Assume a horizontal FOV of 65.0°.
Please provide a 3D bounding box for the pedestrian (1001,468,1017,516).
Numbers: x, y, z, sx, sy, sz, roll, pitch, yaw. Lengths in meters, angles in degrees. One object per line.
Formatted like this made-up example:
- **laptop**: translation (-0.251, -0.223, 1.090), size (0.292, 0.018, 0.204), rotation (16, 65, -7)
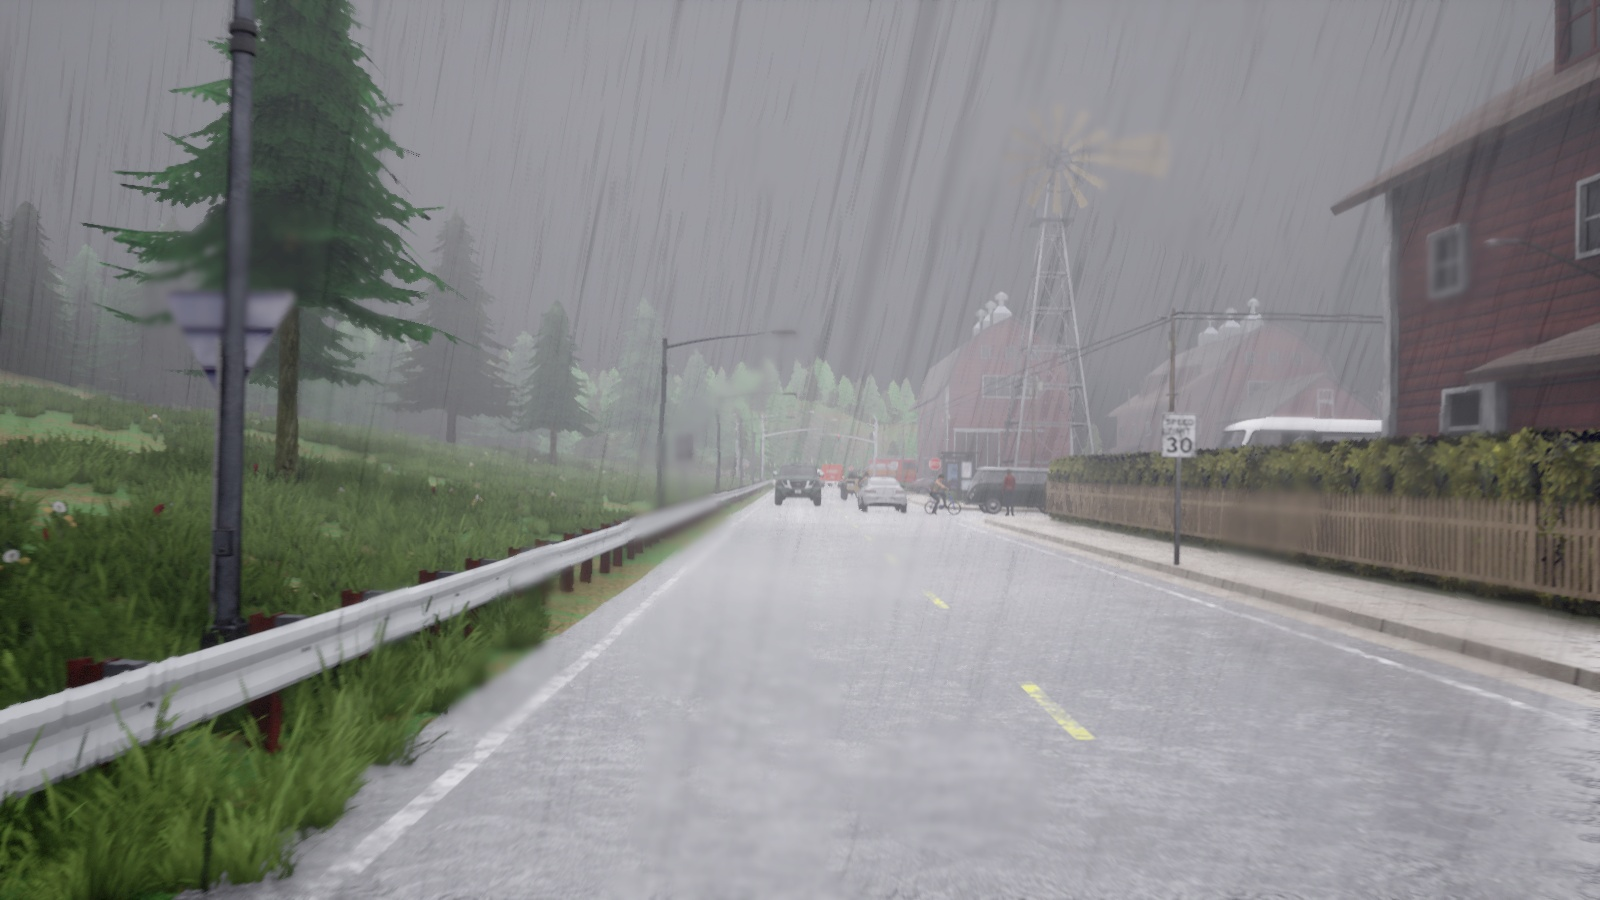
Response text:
- **pedestrian**: translation (8.104, 1.628, 48.658), size (0.331, 1.846, 0.636), rotation (1, -1, -18)

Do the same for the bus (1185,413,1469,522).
- **bus**: translation (21.916, 0.732, 52.722), size (10.273, 4.253, 3.944), rotation (1, -1, 0)

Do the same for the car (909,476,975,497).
- **car**: translation (10.344, 2.690, 91.910), size (4.674, 1.442, 1.812), rotation (1, -1, 3)

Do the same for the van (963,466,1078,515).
- **van**: translation (9.210, 1.682, 52.568), size (4.442, 1.987, 1.775), rotation (1, -1, -2)

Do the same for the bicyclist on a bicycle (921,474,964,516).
- **bicyclist on a bicycle**: translation (5.675, 1.768, 49.896), size (1.509, 1.612, 0.866), rotation (0, -1, 20)

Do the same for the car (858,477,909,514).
- **car**: translation (3.449, 1.878, 52.757), size (1.812, 1.442, 4.674), rotation (1, -1, 0)

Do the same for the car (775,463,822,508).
- **car**: translation (-0.056, 1.666, 60.602), size (2.150, 2.045, 5.566), rotation (1, -1, 0)

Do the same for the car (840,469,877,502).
- **car**: translation (3.424, 2.052, 73.699), size (1.932, 1.855, 4.605), rotation (1, -1, 0)
